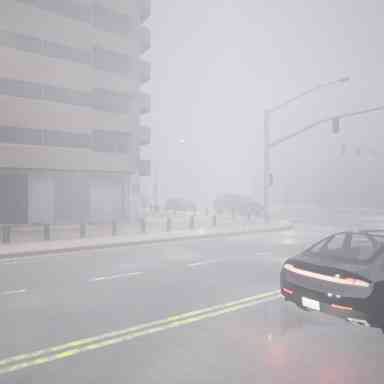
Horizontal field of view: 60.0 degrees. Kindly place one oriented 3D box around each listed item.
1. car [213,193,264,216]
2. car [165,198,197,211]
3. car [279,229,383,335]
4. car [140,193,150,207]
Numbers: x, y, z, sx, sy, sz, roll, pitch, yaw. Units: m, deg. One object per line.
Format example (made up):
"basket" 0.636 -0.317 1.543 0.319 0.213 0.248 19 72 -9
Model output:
"car" 4.351 1.166 32.252 2.150 2.045 5.566 0 0 -35
"car" -1.383 1.422 40.446 1.882 1.535 5.008 0 0 -35
"car" 3.813 1.492 6.463 4.902 1.511 2.128 0 0 -35
"car" -8.540 1.168 50.861 2.150 2.045 5.566 0 0 -34
